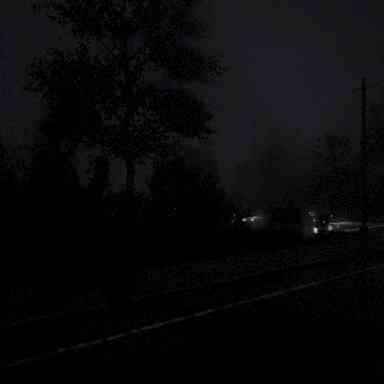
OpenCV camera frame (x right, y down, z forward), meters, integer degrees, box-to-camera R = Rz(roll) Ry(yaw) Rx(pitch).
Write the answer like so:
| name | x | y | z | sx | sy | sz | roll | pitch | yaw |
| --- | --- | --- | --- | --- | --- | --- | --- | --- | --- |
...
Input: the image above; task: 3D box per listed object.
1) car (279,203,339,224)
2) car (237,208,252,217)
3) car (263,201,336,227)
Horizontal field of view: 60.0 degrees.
| name | x | y | z | sx | sy | sz | roll | pitch | yaw |
| --- | --- | --- | --- | --- | --- | --- | --- | --- | --- |
| car | 9.312 | 1.651 | 26.741 | 1.994 | 1.385 | 4.181 | 0 | -1 | -39 |
| car | 3.923 | 1.769 | 33.194 | 1.994 | 1.385 | 4.181 | 0 | -1 | -41 |
| car | 7.295 | 1.426 | 23.618 | 2.097 | 1.767 | 4.553 | 0 | -1 | -38 |
